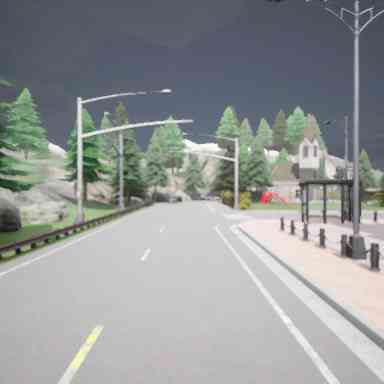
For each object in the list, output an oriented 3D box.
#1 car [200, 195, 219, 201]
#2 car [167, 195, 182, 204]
[{"bbox_3d":[3.919,1.323,74.005,1.895,1.301,4.718,0,0,42],"label":"car"},{"bbox_3d":[-3.073,1.272,59.596,2.128,1.511,4.902,0,0,10],"label":"car"}]
